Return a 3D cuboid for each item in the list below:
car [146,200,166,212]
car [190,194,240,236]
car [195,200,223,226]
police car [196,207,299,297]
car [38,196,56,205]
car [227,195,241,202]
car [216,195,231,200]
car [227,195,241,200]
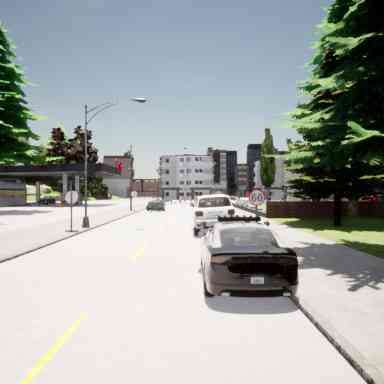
[{"bbox_3d":[-4.105,1.564,38.407,1.994,1.385,4.181,0,0,0],"label":"car"},{"bbox_3d":[1.134,1.174,18.634,2.150,2.045,5.566,-3,0,0],"label":"car"},{"bbox_3d":[1.187,1.456,24.794,1.801,1.575,5.366,0,0,0],"label":"car"},{"bbox_3d":[1.202,1.425,8.714,1.930,1.638,5.238,0,0,0],"label":"police car"},{"bbox_3d":[-23.928,1.412,54.792,1.845,1.501,3.633,0,0,0],"label":"car"},{"bbox_3d":[11.115,1.673,87.407,2.038,1.542,4.974,0,0,30],"label":"car"},{"bbox_3d":[8.319,1.429,87.751,3.633,1.501,1.845,0,0,11],"label":"car"},{"bbox_3d":[11.090,1.515,87.362,1.853,1.218,4.536,0,0,30],"label":"car"}]
